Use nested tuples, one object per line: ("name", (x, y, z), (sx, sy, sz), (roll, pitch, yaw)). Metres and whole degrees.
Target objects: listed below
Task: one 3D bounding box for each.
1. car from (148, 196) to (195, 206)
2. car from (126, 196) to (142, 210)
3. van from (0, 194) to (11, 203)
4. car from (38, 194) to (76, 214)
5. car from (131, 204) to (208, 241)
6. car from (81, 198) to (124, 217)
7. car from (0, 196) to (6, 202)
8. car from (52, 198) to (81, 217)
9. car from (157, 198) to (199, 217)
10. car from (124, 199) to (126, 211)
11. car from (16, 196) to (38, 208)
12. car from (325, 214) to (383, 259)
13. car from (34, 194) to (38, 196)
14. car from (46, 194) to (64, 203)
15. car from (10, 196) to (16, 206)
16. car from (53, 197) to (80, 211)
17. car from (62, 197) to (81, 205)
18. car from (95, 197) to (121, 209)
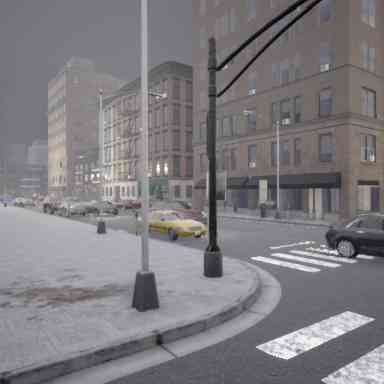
("car", (-0.993, 1.357, 21.245), (2.097, 1.767, 4.553), (0, 0, -36))
("car", (-4.710, 1.289, 35.742), (2.192, 1.841, 5.009), (0, 0, -36))
("van", (-37.765, 1.349, 67.733), (1.690, 1.788, 3.998), (0, 0, -36))
("car", (-14.531, 1.328, 35.625), (2.192, 1.841, 5.009), (0, 0, -36))
("car", (-1.154, 1.543, 17.140), (1.752, 1.417, 4.829), (0, 0, -36))
("car", (-8.622, 1.508, 31.797), (1.837, 1.490, 4.892), (0, 0, -36))
("car", (-44.403, 1.558, 76.908), (2.008, 1.369, 4.403), (0, 0, -36))
("car", (-11.211, 1.565, 31.038), (2.008, 1.369, 4.403), (0, 0, -36))
("car", (-1.390, 1.415, 31.155), (1.967, 1.590, 4.097), (0, 0, -36))
("car", (-8.029, 1.539, 40.330), (1.947, 1.339, 4.313), (0, 0, -36))
("car", (-24.488, 1.592, 49.387), (1.802, 1.307, 4.206), (0, 0, -36))
("car", (6.727, 1.509, 10.585), (1.837, 1.490, 4.892), (0, 0, -36))
("car", (-34.582, 1.534, 77.025), (1.947, 1.339, 4.313), (0, 0, -36))
("car", (-27.944, 1.283, 67.850), (2.192, 1.841, 5.009), (0, 0, -36))
("car", (-27.707, 1.535, 53.836), (1.752, 1.417, 4.829), (0, 0, -36))
("car", (-15.837, 1.477, 41.846), (1.882, 1.535, 5.008), (0, 0, -36))
("car", (-21.305, 1.520, 58.677), (2.008, 1.369, 4.403), (0, 0, -36))
("car", (-11.447, 1.497, 45.054), (1.752, 1.417, 4.829), (0, 0, -36))
